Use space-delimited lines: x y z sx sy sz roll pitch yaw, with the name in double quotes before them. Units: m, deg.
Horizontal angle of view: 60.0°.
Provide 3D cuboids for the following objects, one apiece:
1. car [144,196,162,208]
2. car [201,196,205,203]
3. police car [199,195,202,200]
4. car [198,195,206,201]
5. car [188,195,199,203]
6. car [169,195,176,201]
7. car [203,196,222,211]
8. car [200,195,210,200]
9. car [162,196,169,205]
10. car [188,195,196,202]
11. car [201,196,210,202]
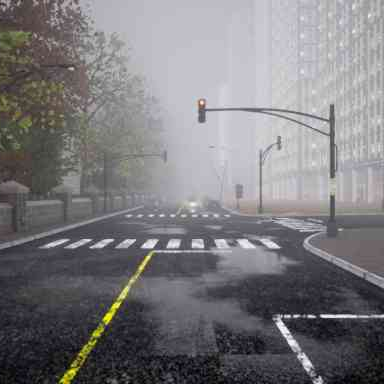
"car" -5.691 1.606 47.138 1.802 1.307 4.206 0 0 0
"car" 2.689 1.590 47.138 1.947 1.339 4.313 0 0 0
"police car" 3.132 1.475 69.928 1.930 1.638 5.238 0 0 0
"car" 2.688 1.638 92.197 2.008 1.369 4.403 0 0 0
"car" 0.042 1.562 71.026 2.128 1.511 4.902 0 0 0
"car" -5.692 1.622 86.565 1.887 1.381 4.507 0 0 0
"car" 2.689 1.585 41.506 1.947 1.339 4.313 0 0 0
"car" 2.689 1.595 52.771 1.947 1.339 4.313 0 0 0
"car" -5.691 1.475 58.404 1.967 1.590 4.097 0 0 0
"car" -0.004 1.567 80.044 1.837 1.490 4.892 0 0 0
"car" 3.146 1.587 76.818 1.812 1.442 4.674 0 0 0
